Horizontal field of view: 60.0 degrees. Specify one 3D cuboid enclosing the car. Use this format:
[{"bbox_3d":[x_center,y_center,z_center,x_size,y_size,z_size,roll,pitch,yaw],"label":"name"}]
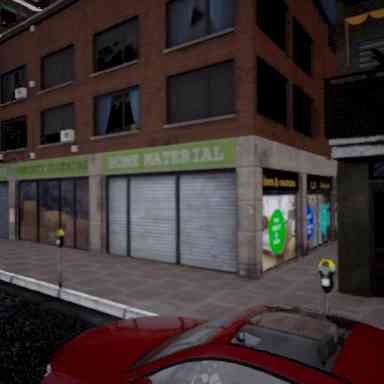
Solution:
[{"bbox_3d":[0.541,1.582,2.499,4.206,1.307,1.802,0,0,36],"label":"car"}]
